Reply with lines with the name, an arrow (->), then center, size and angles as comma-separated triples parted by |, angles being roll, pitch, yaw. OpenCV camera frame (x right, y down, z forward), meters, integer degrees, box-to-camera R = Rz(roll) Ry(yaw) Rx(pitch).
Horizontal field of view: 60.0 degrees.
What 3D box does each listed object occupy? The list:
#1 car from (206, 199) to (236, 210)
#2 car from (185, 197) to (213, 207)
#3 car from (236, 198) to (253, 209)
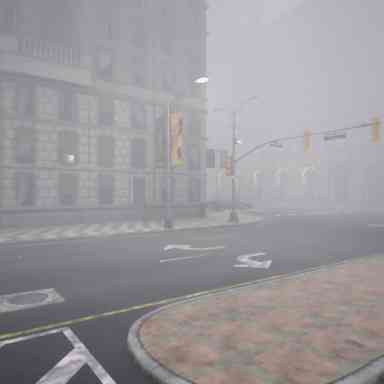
car -> 3.243, 1.564, 42.879 | 1.994, 1.385, 4.181 | 0, 0, -36
car -> 1.095, 1.505, 51.943 | 1.837, 1.490, 4.892 | 0, 0, -35
car -> 6.185, 1.564, 44.784 | 1.994, 1.385, 4.181 | 0, 0, -36
